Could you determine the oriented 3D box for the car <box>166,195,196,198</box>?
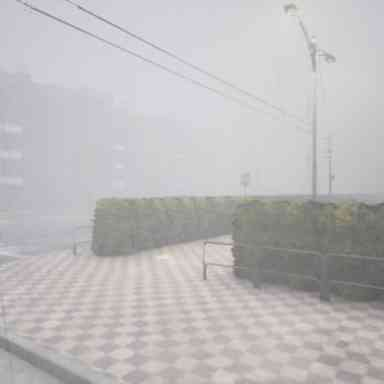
[{"bbox_3d":[-0.234,1.285,28.501,2.150,2.045,5.566,0,0,37],"label":"car"}]
